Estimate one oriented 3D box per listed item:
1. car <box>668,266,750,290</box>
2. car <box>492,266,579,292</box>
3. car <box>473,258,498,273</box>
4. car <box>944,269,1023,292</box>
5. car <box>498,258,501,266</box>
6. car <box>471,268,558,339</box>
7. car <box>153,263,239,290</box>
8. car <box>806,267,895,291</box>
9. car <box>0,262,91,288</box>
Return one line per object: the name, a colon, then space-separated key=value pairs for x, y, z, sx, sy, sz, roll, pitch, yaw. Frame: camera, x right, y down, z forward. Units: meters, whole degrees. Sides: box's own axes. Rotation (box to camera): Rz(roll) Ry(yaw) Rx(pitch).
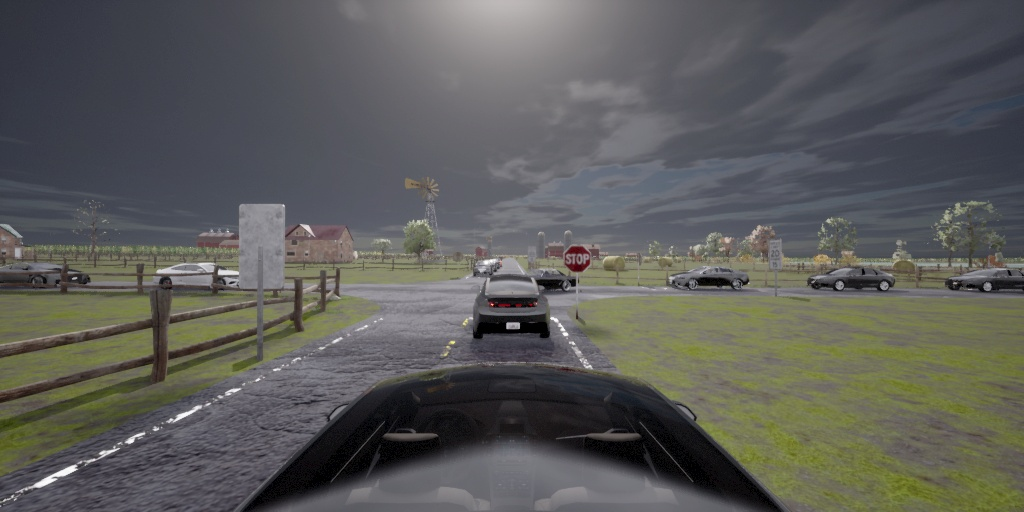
car: x=12.785 y=1.396 z=23.413 sx=4.902 sy=1.511 sz=2.128 roll=1 pitch=-1 yaw=-2
car: x=1.488 y=1.369 z=20.178 sx=4.718 sy=1.301 sz=1.895 roll=1 pitch=0 yaw=-35
car: x=-2.880 y=1.243 z=36.816 sx=2.128 sy=1.511 sz=4.902 roll=0 pitch=0 yaw=0
car: x=31.689 y=1.587 z=23.716 sx=4.892 sy=1.490 sz=1.837 roll=1 pitch=-1 yaw=-1
car: x=-2.878 y=1.241 z=46.262 sx=2.128 sy=1.511 sz=4.902 roll=0 pitch=0 yaw=0
car: x=-0.079 y=1.256 z=10.131 sx=1.837 sy=1.490 sz=4.892 roll=0 pitch=0 yaw=-2
car: x=-17.255 y=1.104 z=20.077 sx=4.674 sy=1.442 sz=1.812 roll=1 pitch=-1 yaw=-1
car: x=22.187 y=1.499 z=23.589 sx=4.892 sy=1.490 sz=1.837 roll=1 pitch=-1 yaw=-1
car: x=-26.374 y=1.048 z=19.950 sx=4.181 sy=1.385 sz=1.994 roll=1 pitch=-1 yaw=-1
